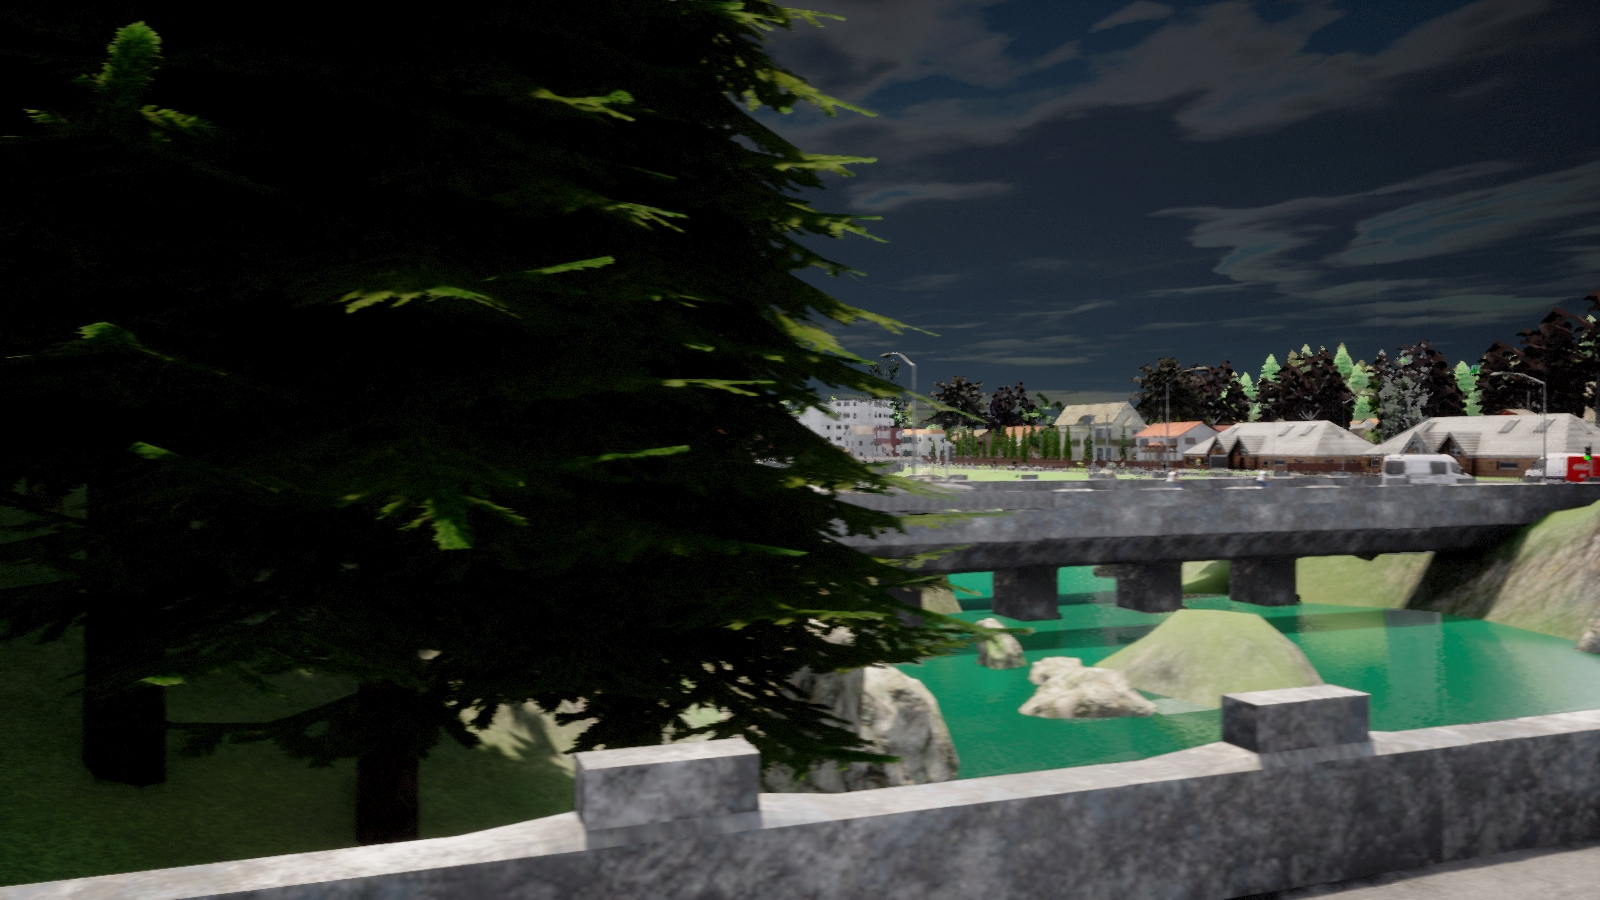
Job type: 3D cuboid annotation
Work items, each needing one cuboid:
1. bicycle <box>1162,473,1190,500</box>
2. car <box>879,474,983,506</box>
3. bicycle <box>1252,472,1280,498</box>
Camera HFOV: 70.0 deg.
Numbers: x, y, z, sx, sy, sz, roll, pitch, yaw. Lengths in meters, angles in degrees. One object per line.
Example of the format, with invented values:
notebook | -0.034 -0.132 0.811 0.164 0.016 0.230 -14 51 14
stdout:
bicycle | 21.156 2.056 64.283 1.643 1.496 0.373 0 0 -20
car | 6.779 2.048 58.999 4.902 1.511 2.128 0 0 -20
bicycle | 27.073 2.056 66.410 1.643 1.496 0.373 1 0 -20
